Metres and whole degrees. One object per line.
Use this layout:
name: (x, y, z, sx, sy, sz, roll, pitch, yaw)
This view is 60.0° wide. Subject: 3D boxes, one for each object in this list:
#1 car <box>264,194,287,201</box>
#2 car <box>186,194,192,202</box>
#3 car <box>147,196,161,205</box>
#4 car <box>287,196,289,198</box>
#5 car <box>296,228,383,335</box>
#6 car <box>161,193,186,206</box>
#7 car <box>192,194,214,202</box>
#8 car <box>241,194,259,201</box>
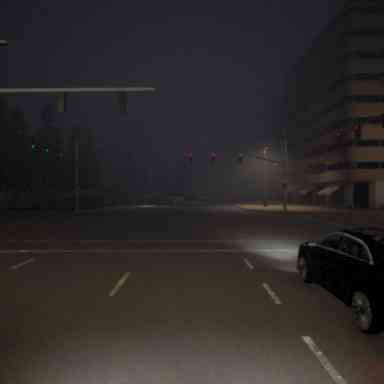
car: (18.489, 1.425, 74.666, 4.718, 1.301, 1.895, 0, 0, -33)
car: (0.015, 1.196, 70.517, 2.097, 1.767, 4.553, 0, 0, 31)
car: (-5.979, 1.367, 55.260, 2.128, 1.511, 4.902, 0, 0, 11)
car: (21.882, 1.342, 80.512, 4.902, 1.511, 2.128, 0, 0, -22)
car: (3.586, 1.476, 6.668, 2.128, 1.511, 4.902, 0, 0, 0)
car: (-2.837, 1.104, 53.114, 2.150, 2.045, 5.566, 0, 0, 9)
car: (2.618, 1.202, 68.093, 2.097, 1.767, 4.553, 0, 0, 31)
car: (13.090, 1.307, 74.979, 5.008, 1.535, 1.882, 0, 0, -41)
